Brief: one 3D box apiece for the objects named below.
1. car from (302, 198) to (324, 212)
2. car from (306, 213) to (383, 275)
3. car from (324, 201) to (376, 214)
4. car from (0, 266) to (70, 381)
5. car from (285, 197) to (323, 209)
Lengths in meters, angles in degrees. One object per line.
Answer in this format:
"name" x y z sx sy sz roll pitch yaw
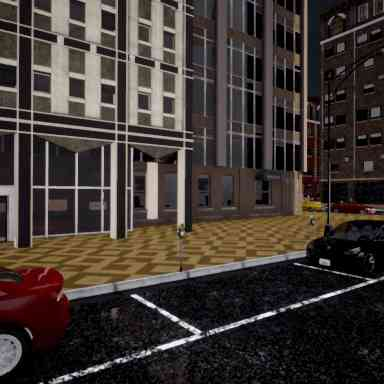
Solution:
"car" 12.271 1.467 36.600 1.752 1.417 4.829 0 0 -36
"car" 5.441 1.567 10.462 4.313 1.339 1.947 0 0 -36
"car" 15.480 1.535 32.142 1.802 1.307 4.206 0 0 -36
"car" -3.808 1.545 3.837 4.507 1.381 1.887 0 0 -36
"car" 15.563 1.500 46.369 1.752 1.417 4.829 0 0 -36
